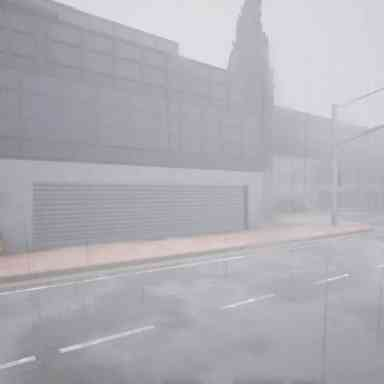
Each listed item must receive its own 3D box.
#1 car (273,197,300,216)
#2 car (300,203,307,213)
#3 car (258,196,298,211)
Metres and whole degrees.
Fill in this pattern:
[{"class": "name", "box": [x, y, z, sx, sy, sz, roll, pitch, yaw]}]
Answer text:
[{"class": "car", "box": [7.745, 1.491, 33.067, 2.128, 1.511, 4.902, 0, 0, -37]}, {"class": "car", "box": [10.078, 1.352, 35.798, 2.097, 1.767, 4.553, 0, 0, -37]}, {"class": "car", "box": [10.598, 1.352, 41.293, 2.097, 1.767, 4.553, 0, 0, -37]}]
